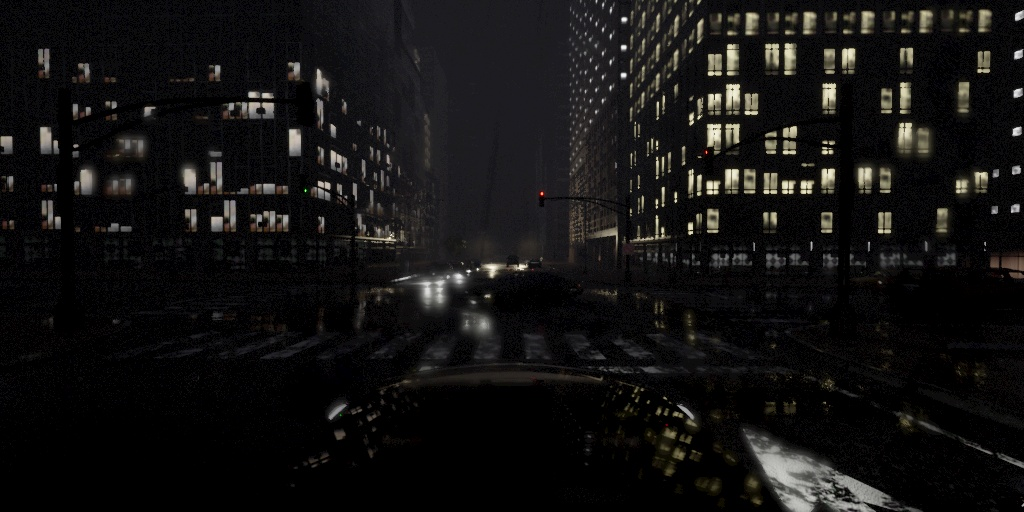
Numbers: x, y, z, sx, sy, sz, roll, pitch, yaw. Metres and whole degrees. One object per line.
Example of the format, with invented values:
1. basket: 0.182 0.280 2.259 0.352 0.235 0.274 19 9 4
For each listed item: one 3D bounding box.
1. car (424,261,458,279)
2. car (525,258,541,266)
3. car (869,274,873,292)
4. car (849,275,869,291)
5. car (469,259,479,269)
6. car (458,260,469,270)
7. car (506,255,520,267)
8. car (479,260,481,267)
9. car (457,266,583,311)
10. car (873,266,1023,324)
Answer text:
1. car: -6.522 1.225 32.333 2.128 1.511 4.902 0 0 0
2. car: 3.494 1.204 55.384 2.128 1.511 4.902 0 0 0
3. car: 21.504 1.522 18.091 4.718 1.301 1.895 1 1 1
4. car: 21.852 1.409 20.689 4.829 1.417 1.751 0 0 1
5. car: -6.461 1.264 51.385 2.033 1.411 5.357 0 0 0
6. car: -6.496 1.327 41.615 1.895 1.301 4.718 0 0 0
7. car: 0.165 0.925 62.860 2.150 2.045 5.566 0 0 0
8. car: -6.398 1.182 61.726 1.882 1.535 5.008 0 0 1
9. car: 0.645 1.339 15.053 5.357 1.411 2.033 0 1 -38
10. car: 16.219 1.281 12.419 5.009 1.841 2.192 0 0 1
